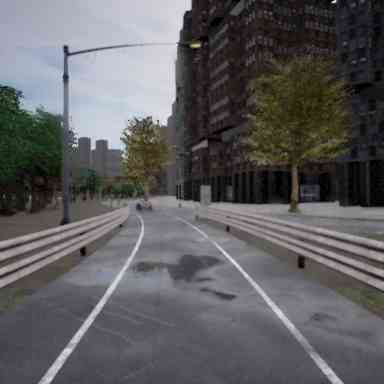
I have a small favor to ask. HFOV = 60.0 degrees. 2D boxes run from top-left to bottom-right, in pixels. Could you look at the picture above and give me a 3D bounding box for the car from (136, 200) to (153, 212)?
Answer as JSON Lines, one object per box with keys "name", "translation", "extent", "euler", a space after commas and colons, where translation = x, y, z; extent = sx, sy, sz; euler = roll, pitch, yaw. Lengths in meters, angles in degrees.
{"name": "car", "translation": [-6.742, 1.925, 46.817], "extent": [2.128, 1.511, 4.902], "euler": [0, 0, -17]}
